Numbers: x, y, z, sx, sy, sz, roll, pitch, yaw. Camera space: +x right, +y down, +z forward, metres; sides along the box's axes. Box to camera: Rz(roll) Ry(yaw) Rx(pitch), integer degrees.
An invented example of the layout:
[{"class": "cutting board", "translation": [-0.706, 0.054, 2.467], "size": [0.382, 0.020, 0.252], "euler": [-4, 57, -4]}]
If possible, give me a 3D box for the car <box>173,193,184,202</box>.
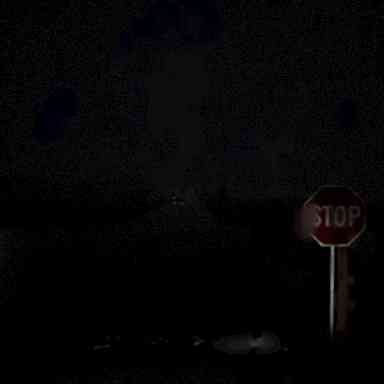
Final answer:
[{"class": "car", "translation": [-2.657, 1.063, 65.683], "size": [2.097, 1.767, 4.553], "euler": [0, 0, 0]}]
